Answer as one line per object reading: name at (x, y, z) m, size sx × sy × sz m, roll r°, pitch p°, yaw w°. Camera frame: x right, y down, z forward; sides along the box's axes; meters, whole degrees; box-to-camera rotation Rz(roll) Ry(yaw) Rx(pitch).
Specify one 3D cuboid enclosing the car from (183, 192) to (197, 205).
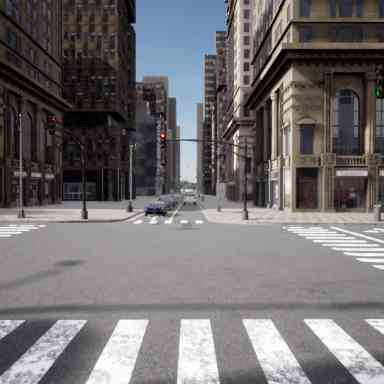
car at (-0.384, 1.210, 59.082) m, size 2.150 × 2.045 × 5.566 m, roll 0°, pitch 0°, yaw 0°

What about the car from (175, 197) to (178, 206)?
car at (-3.509, 1.514, 50.271) m, size 1.812 × 1.442 × 4.674 m, roll 0°, pitch 0°, yaw -1°

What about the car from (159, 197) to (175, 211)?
car at (-3.448, 1.495, 40.941) m, size 1.837 × 1.490 × 4.892 m, roll 0°, pitch 0°, yaw -1°

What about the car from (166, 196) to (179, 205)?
car at (-3.551, 1.535, 60.949) m, size 2.033 × 1.411 × 5.357 m, roll 0°, pitch 0°, yaw 0°

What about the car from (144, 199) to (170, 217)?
car at (-3.369, 1.593, 31.612) m, size 1.895 × 1.301 × 4.718 m, roll 0°, pitch 0°, yaw -1°
